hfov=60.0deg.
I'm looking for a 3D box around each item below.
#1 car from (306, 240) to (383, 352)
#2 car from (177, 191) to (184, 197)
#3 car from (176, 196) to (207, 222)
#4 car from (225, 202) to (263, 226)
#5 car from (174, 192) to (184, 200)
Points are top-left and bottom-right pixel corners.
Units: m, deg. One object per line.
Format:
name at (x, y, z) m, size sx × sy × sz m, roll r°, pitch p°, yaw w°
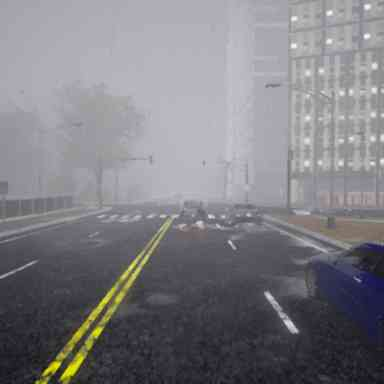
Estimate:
car at (3.346, 1.487, 5.255) m, size 1.812 × 1.442 × 4.674 m, roll 0°, pitch 1°, yaw 0°
car at (-3.267, 0.632, 93.974) m, size 1.882 × 1.535 × 5.008 m, roll 0°, pitch 0°, yaw 0°
car at (0.087, 1.324, 24.200) m, size 2.128 × 1.511 × 4.902 m, roll 0°, pitch 0°, yaw 0°
car at (3.344, 1.394, 22.036) m, size 2.033 × 1.411 × 5.357 m, roll 0°, pitch 0°, yaw 0°
car at (-3.264, 0.990, 78.376) m, size 1.882 × 1.535 × 5.008 m, roll 0°, pitch 0°, yaw 0°
